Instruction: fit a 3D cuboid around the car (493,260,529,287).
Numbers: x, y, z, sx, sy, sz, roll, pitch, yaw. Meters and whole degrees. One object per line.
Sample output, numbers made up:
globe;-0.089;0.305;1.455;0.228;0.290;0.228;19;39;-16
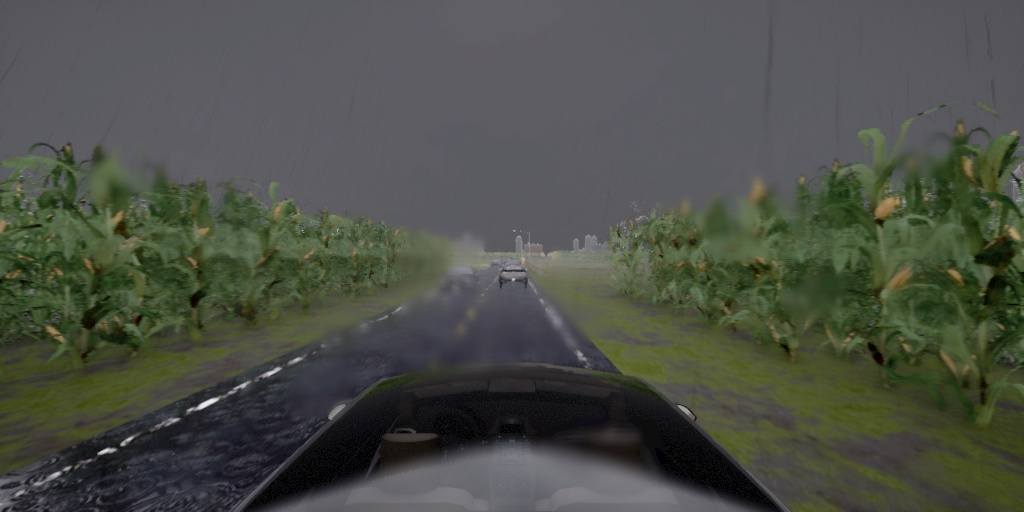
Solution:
car;0.095;1.239;24.130;2.128;1.511;4.902;0;0;0

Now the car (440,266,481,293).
car;-2.854;1.296;21.076;2.033;1.411;5.357;0;0;0

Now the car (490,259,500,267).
car;-2.784;1.251;62.679;2.033;1.411;5.357;0;0;1
